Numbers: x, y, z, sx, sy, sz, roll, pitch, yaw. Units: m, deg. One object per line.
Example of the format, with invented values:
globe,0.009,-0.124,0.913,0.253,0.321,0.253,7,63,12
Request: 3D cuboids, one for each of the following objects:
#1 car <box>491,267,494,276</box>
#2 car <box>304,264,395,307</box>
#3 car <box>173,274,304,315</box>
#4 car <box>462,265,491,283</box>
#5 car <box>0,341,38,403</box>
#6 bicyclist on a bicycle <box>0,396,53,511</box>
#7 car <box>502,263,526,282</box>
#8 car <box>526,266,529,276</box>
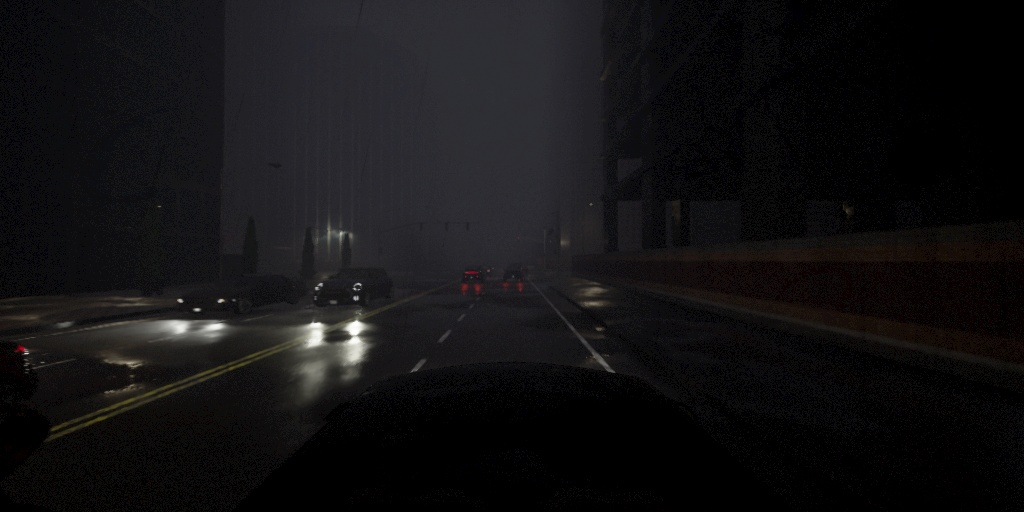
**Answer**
car,-3.370,1.819,44.905,2.033,1.411,5.357,0,-1,0
car,-7.078,1.280,16.498,2.097,1.767,4.553,0,-1,0
car,-10.586,1.453,14.720,2.033,1.411,5.357,0,-1,0
car,-3.377,1.613,32.441,2.128,1.511,4.902,0,-1,0
car,-7.101,1.326,2.802,1.994,1.385,4.181,0,-1,0
bicyclist on a bicycle,-3.104,1.206,1.899,1.656,1.620,0.582,-2,-1,0
car,0.111,1.674,34.689,1.812,1.442,4.674,0,-1,0
car,0.786,1.615,44.171,2.097,1.767,4.553,0,-1,11
